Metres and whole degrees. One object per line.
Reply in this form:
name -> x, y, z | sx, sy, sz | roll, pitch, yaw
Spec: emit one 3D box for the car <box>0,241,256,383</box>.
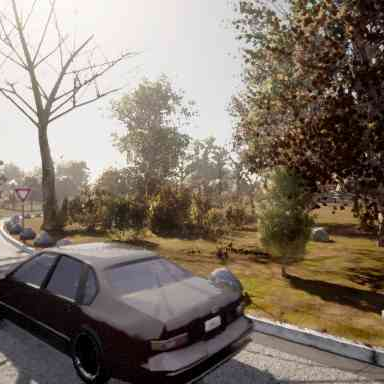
car -> -1.677, 1.553, 5.404 | 5.357, 1.411, 2.033 | 0, 0, 40
